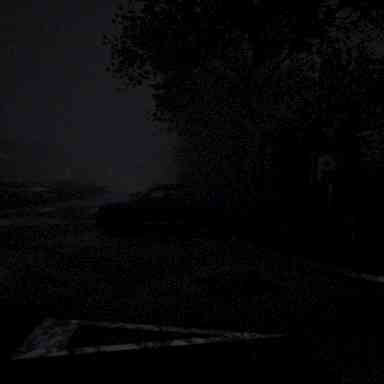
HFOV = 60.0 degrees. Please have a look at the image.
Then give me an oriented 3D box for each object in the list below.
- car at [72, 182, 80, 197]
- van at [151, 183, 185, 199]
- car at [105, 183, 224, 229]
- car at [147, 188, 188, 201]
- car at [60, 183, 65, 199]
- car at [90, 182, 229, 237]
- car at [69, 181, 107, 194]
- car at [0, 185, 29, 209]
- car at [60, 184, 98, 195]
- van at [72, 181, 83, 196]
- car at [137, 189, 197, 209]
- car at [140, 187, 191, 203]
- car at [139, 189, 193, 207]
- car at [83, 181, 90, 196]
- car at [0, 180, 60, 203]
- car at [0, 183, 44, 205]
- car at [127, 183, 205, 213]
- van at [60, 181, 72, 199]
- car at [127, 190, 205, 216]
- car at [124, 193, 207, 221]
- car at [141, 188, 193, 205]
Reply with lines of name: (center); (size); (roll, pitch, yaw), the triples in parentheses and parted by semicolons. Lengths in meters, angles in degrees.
car: (-15.952, -0.034, 38.174); (4.892, 1.521, 2.231); (1, 2, -4)
van: (-3.176, -0.160, 44.742); (4.442, 1.987, 1.878); (1, 2, -4)
car: (-1.364, 0.653, 16.960); (5.566, 2.045, 2.435); (1, 2, -4)
car: (-2.911, 0.268, 39.185); (4.674, 1.452, 2.002); (1, 2, -4)
car: (-15.558, 0.131, 32.584); (5.008, 1.535, 2.097); (1, 2, -4)
car: (-1.176, 0.741, 14.306); (5.566, 2.045, 2.435); (1, 2, -4)
car: (-17.078, -0.754, 54.942); (5.566, 2.045, 2.435); (1, 1, -4)
car: (-14.991, 0.411, 24.199); (4.792, 1.488, 2.163); (1, 2, -4)
car: (-16.720, -0.358, 49.357); (4.892, 1.521, 2.231); (1, 2, -4)
van: (-16.253, -0.346, 40.956); (4.442, 1.987, 1.878); (1, 2, -4)
car: (-2.097, 0.588, 28.078); (4.792, 1.488, 2.163); (1, 2, -4)
car: (-2.898, 0.304, 36.394); (5.366, 1.575, 1.946); (1, 2, -4)
car: (-2.351, 0.504, 30.851); (4.792, 1.488, 2.163); (1, 2, -4)
car: (-16.367, -0.327, 43.761); (4.553, 1.767, 2.185); (1, 2, -4)
car: (-15.322, -0.037, 29.784); (5.566, 2.045, 2.435); (1, 2, -4)
car: (-15.162, 0.298, 26.990); (4.892, 1.521, 2.231); (1, 2, -4)
car: (-1.951, 0.390, 25.291); (5.566, 2.045, 2.435); (1, 2, -4)
van: (-15.629, -0.175, 35.382); (4.442, 1.987, 1.878); (1, 2, -4)
car: (-1.738, 0.728, 22.521); (5.008, 1.535, 2.097); (1, 2, -4)
car: (-1.549, 0.852, 19.870); (4.674, 1.452, 2.002); (1, 2, -4)
car: (-2.523, 0.392, 33.628); (5.008, 1.535, 2.097); (1, 2, -4)
